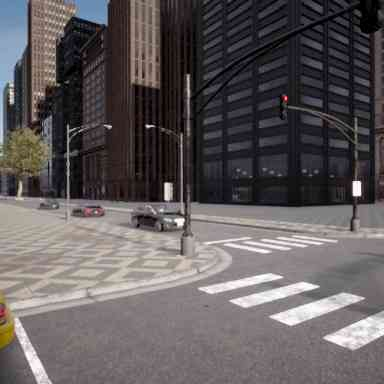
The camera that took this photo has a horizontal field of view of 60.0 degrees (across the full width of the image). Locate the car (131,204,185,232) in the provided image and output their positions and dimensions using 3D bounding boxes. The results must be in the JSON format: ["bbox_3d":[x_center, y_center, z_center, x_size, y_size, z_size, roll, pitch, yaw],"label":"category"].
[{"bbox_3d":[-2.078,1.534,20.561,2.128,1.511,4.902,0,0,-36],"label":"car"}]

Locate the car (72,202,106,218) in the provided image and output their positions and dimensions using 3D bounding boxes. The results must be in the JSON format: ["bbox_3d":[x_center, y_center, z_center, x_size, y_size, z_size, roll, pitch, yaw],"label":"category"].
[{"bbox_3d":[-9.656,1.637,31.073,1.994,1.385,4.181,0,0,-37],"label":"car"}]

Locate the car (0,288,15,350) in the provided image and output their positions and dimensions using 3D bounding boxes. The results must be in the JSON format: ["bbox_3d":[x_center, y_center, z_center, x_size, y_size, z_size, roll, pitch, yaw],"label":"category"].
[{"bbox_3d":[-4.573,1.526,3.389,4.829,1.417,1.752,0,0,-36],"label":"car"}]

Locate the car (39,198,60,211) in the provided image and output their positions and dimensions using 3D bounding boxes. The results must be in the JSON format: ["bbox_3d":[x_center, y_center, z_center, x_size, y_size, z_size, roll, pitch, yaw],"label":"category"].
[{"bbox_3d":[-18.810,1.621,43.888,1.837,1.490,4.892,0,-1,-35],"label":"car"}]
